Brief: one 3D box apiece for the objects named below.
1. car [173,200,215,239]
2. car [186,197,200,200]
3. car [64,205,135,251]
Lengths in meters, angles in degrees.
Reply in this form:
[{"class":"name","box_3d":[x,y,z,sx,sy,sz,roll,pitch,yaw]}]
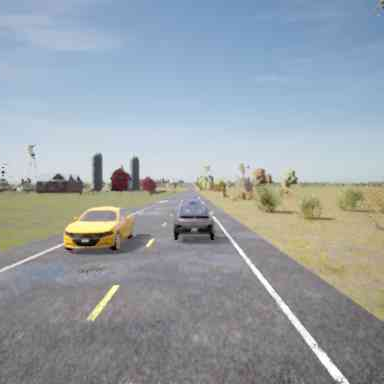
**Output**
[{"class":"car","box_3d":[0.100,1.348,16.232,2.128,1.511,4.902,0,1,0]},{"class":"car","box_3d":[0.096,1.220,34.214,1.812,1.442,4.674,0,1,0]},{"class":"car","box_3d":[-3.598,1.355,13.700,1.882,1.535,5.008,0,0,0]}]
